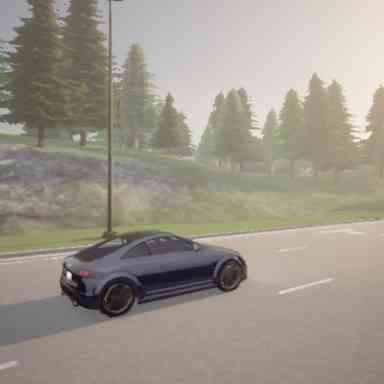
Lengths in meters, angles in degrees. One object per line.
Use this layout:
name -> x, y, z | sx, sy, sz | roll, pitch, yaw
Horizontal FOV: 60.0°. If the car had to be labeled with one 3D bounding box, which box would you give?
car -> -0.718, 1.566, 7.532 | 4.181, 1.385, 1.994 | 0, 0, -35
